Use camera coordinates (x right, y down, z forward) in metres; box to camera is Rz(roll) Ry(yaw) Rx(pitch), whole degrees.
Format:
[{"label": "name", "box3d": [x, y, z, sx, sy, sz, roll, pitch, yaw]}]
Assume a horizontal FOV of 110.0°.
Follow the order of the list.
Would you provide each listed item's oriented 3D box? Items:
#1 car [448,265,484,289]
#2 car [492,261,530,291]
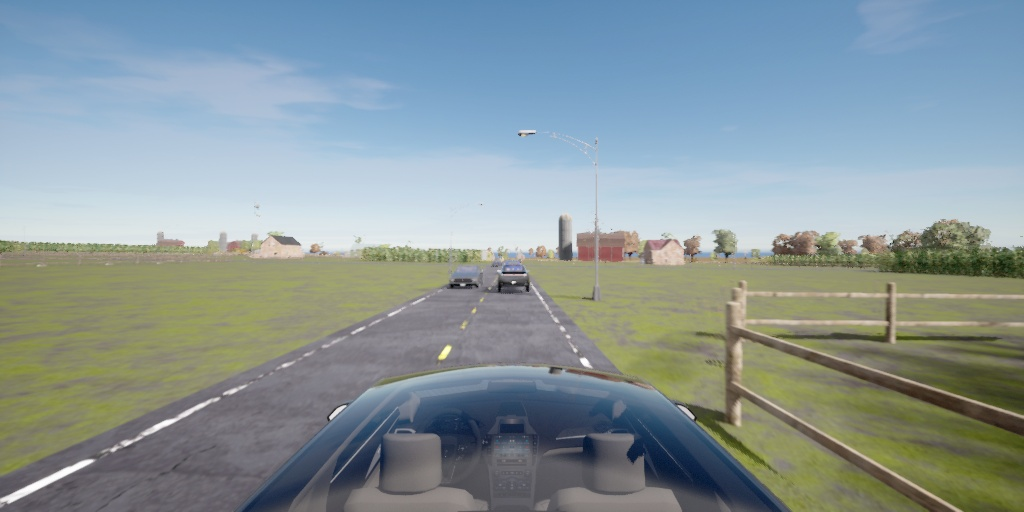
[{"label": "car", "box3d": [-2.858, 1.301, 23.506, 2.033, 1.411, 5.357, 0, 0, 0]}, {"label": "car", "box3d": [0.092, 1.244, 21.818, 2.128, 1.511, 4.902, 0, 0, 0]}]
